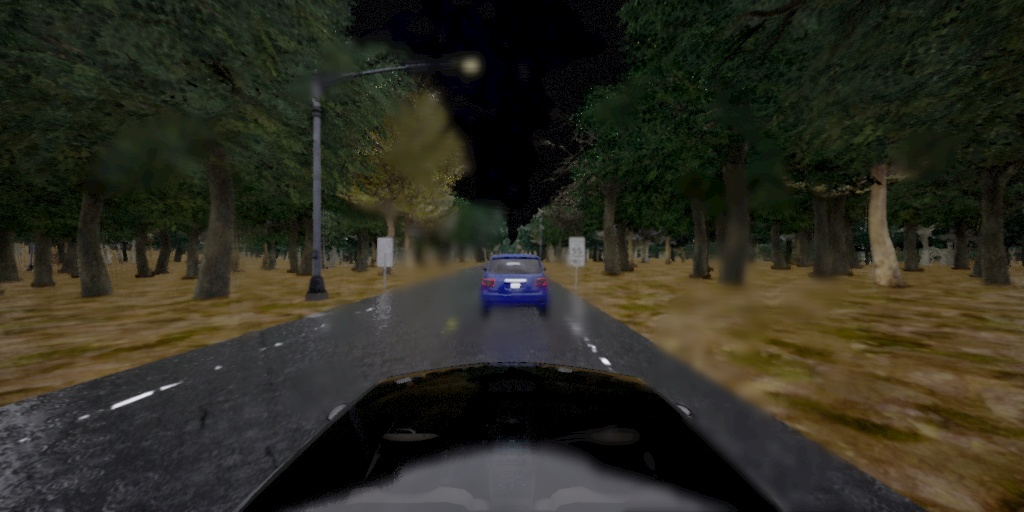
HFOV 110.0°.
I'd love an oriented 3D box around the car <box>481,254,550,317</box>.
[{"bbox_3d":[0.106,0.950,13.141,2.150,2.045,5.566,0,0,0],"label":"car"}]
